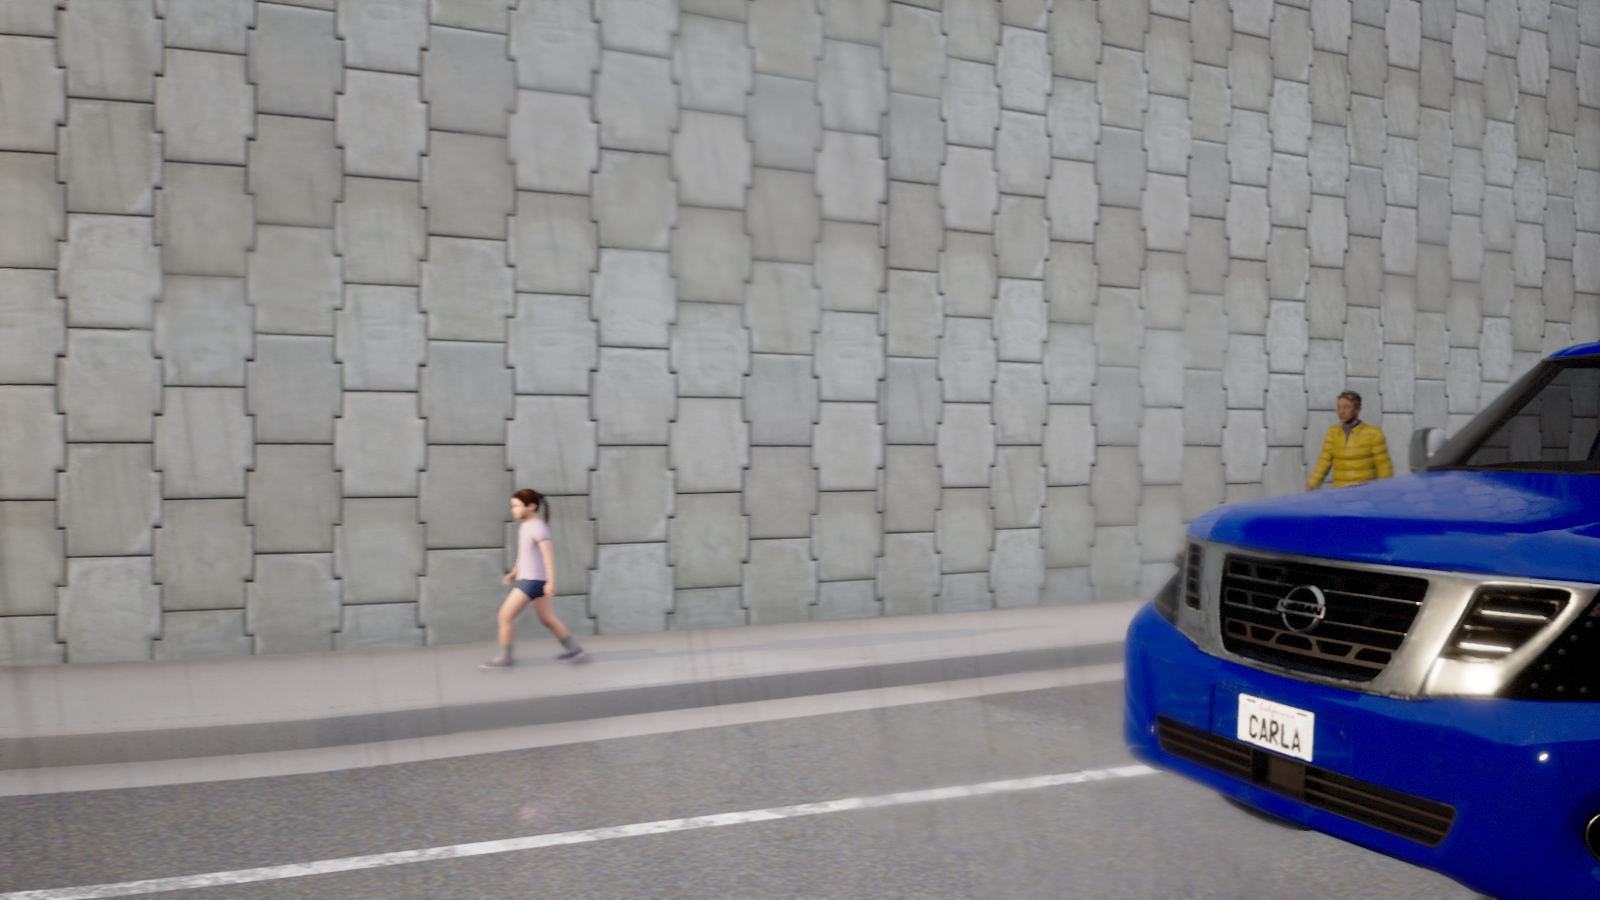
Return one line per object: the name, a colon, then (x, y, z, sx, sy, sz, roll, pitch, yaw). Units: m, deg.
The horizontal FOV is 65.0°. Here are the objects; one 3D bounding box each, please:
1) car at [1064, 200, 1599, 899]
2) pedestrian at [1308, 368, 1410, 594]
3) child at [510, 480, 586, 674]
car: (3.988, 0.400, 4.885, 5.566, 2.045, 2.150, -1, 1, -24)
pedestrian: (4.704, 0.243, 10.566, 0.709, 1.840, 0.431, -1, 1, -29)
child: (-1.497, 0.739, 7.455, 0.394, 1.110, 0.255, -1, 1, -20)
